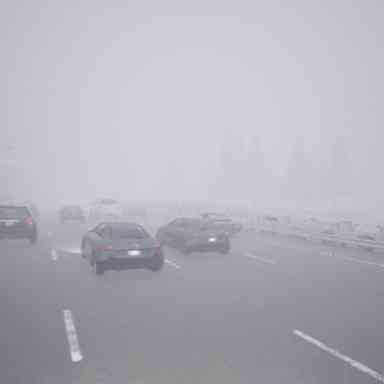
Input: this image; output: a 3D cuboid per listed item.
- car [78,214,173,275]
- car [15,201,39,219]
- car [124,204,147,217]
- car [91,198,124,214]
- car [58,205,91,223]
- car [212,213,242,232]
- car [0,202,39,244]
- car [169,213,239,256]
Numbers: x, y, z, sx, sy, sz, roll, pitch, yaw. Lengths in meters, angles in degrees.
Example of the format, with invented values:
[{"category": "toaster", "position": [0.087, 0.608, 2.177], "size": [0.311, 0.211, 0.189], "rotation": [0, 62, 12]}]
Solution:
[{"category": "car", "position": [-2.404, 1.641, 10.912], "size": [1.994, 1.385, 4.181], "rotation": [2, -1, -24]}, {"category": "car", "position": [-16.148, 1.711, 32.691], "size": [1.882, 1.535, 5.008], "rotation": [2, -2, -24]}, {"category": "car", "position": [-6.373, 2.085, 36.510], "size": [1.812, 1.442, 4.674], "rotation": [2, -2, -25]}, {"category": "car", "position": [-8.805, 1.643, 33.465], "size": [2.150, 2.045, 5.566], "rotation": [2, -2, -24]}, {"category": "car", "position": [-10.060, 1.789, 27.751], "size": [2.033, 1.411, 5.357], "rotation": [2, -2, -24]}, {"category": "car", "position": [1.016, 1.940, 20.292], "size": [1.895, 1.301, 4.718], "rotation": [2, -1, -24]}, {"category": "car", "position": [-8.399, 1.354, 15.661], "size": [2.097, 1.767, 4.553], "rotation": [2, -1, -24]}, {"category": "car", "position": [-0.071, 1.762, 14.232], "size": [1.994, 1.385, 4.181], "rotation": [2, -1, -24]}]
